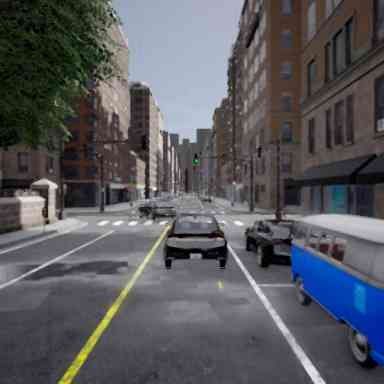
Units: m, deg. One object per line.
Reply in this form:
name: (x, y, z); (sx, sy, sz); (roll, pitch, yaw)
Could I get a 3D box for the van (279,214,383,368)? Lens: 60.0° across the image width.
van: (2.858, 1.337, 5.472); (1.690, 1.788, 3.998); (0, 0, 0)

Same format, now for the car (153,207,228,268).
car: (0.105, 1.482, 11.230); (2.128, 1.511, 4.902); (0, 0, 0)

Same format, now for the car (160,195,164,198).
car: (-5.649, 1.468, 48.955); (1.752, 1.417, 4.829); (0, 0, 0)

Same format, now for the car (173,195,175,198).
car: (-5.638, 1.476, 76.379); (2.008, 1.369, 4.403); (0, 0, 0)

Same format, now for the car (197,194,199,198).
car: (2.887, 1.476, 76.407); (2.008, 1.369, 4.403); (0, 0, 0)

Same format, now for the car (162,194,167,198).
car: (-5.647, 1.488, 54.575); (2.008, 1.369, 4.403); (0, 0, 0)

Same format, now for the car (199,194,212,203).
car: (2.882, 1.370, 65.509); (1.967, 1.590, 4.097); (0, 0, 0)

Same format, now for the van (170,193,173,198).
van: (-5.641, 1.268, 70.928); (1.690, 1.788, 3.998); (0, 0, 0)

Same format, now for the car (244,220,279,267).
car: (2.861, 1.556, 11.133); (1.947, 1.339, 4.313); (0, 0, 0)

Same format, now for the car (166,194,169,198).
car: (-5.645, 1.478, 60.026); (1.887, 1.381, 4.507); (0, 0, 0)

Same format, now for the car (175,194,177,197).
car: (-5.637, 1.239, 81.829); (2.192, 1.841, 5.009); (0, 0, 0)

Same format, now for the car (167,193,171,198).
car: (-5.643, 1.474, 65.477); (1.887, 1.381, 4.507); (0, 0, 0)

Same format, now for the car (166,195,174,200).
car: (-5.634, 1.449, 87.110); (1.752, 1.417, 4.829); (0, 0, 0)

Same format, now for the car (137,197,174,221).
car: (-2.939, 1.464, 26.723); (2.128, 1.511, 4.902); (0, 0, -27)
